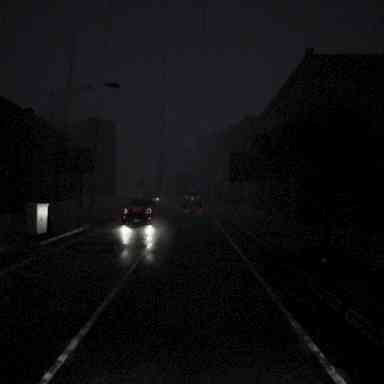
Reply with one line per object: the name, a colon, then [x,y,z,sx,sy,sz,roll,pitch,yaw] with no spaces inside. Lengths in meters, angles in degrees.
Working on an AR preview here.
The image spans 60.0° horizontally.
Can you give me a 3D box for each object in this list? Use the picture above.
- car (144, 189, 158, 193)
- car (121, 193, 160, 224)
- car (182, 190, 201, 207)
car: [-7.877,0.187,65.253,2.097,1.767,4.553,1,2,-22]
car: [-3.598,1.219,23.638,2.097,1.767,4.553,0,1,0]
car: [-0.018,0.770,42.757,2.150,2.045,5.566,0,1,-2]
